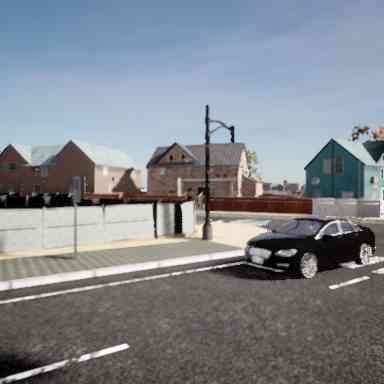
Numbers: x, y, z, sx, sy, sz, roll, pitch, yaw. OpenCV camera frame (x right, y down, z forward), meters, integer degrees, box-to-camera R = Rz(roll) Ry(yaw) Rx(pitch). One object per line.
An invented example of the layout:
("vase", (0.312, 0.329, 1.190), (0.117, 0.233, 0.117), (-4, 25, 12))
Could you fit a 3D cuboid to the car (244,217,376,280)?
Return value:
("car", (3.729, 1.536, 10.208), (4.902, 1.511, 2.128), (0, 0, -35))
